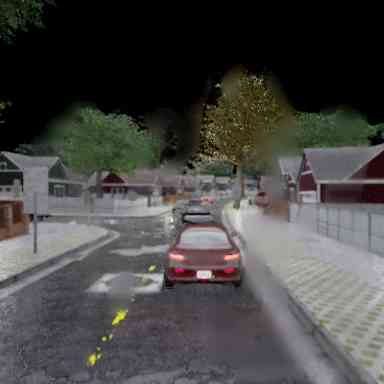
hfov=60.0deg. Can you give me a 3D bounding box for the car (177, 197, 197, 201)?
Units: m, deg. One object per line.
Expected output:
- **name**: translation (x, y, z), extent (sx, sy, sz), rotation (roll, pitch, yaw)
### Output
- **car**: translation (-0.958, 1.535, 36.463), extent (1.837, 1.490, 4.892), rotation (0, 0, 7)

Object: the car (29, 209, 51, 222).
- **car**: translation (-12.411, 1.410, 23.175), extent (4.718, 1.301, 1.895), rotation (1, 0, 4)

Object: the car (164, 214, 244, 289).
- **car**: translation (0.317, 1.546, 9.158), extent (1.812, 1.442, 4.674), rotation (0, 0, 2)

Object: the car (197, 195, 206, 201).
- **car**: translation (0.519, 1.513, 49.599), extent (2.033, 1.411, 5.357), rotation (0, 0, 7)

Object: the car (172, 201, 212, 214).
- **car**: translation (0.054, 1.529, 20.311), extent (2.128, 1.511, 4.902), rotation (1, 0, -9)

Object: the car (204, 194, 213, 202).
- **car**: translation (2.830, 1.230, 65.024), extent (2.097, 1.767, 4.553), rotation (0, 1, 9)
